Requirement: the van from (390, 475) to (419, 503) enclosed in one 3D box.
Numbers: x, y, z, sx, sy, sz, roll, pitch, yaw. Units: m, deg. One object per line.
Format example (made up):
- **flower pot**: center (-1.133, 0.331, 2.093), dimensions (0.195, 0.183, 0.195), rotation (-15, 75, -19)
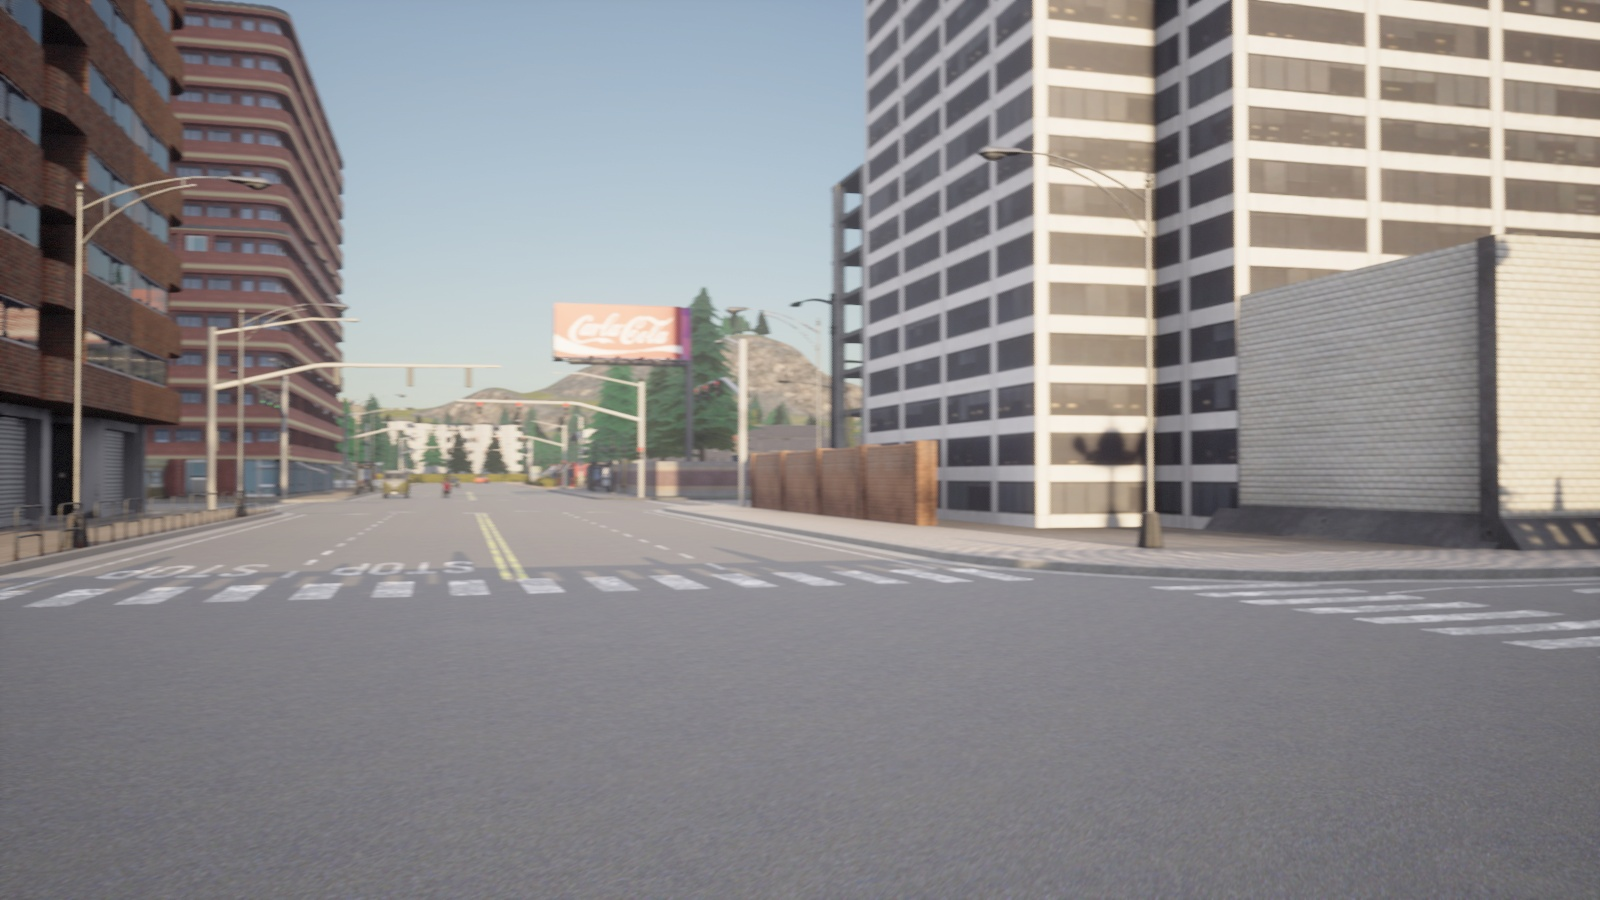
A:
- **van**: center (-28.214, 2.771, 89.649), dimensions (1.775, 1.987, 4.442), rotation (0, -1, -15)
